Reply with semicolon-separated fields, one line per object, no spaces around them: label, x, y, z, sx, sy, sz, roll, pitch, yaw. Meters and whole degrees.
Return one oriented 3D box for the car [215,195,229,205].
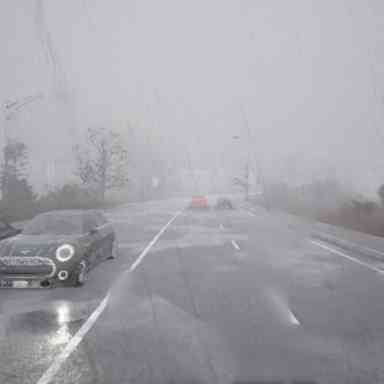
car;4.898;1.269;54.217;2.128;1.511;4.902;0;0;4

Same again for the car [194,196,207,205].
car;1.407;1.340;54.476;1.994;1.385;4.181;0;0;4

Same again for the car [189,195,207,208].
car;0.810;1.169;44.523;2.097;1.767;4.553;0;0;3

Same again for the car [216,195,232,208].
car;4.287;1.324;44.004;1.837;1.490;4.892;0;0;3

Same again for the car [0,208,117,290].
car;-3.545;1.313;9.156;2.097;1.767;4.553;0;0;1
